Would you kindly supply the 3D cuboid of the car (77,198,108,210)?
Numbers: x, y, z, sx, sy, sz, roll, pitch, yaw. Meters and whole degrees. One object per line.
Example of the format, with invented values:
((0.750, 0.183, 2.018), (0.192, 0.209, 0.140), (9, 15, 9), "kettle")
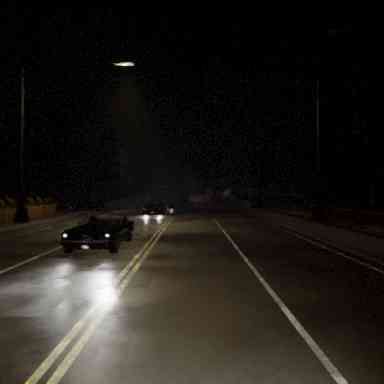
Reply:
((-12.152, 1.390, 38.814), (4.674, 1.442, 1.812), (0, 0, -2), "car")

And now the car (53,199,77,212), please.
((-15.309, 1.362, 35.175), (4.902, 1.511, 2.128), (0, 0, 0), "car")

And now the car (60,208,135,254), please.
((-3.597, 1.552, 13.451), (1.895, 1.301, 4.718), (0, 0, 0), "car")

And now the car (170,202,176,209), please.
((-3.561, 2.299, 51.647), (2.128, 1.511, 4.902), (0, -9, 0), "car")

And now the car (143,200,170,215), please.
((-3.605, 1.483, 32.716), (2.033, 1.411, 5.357), (0, -1, 0), "car")
